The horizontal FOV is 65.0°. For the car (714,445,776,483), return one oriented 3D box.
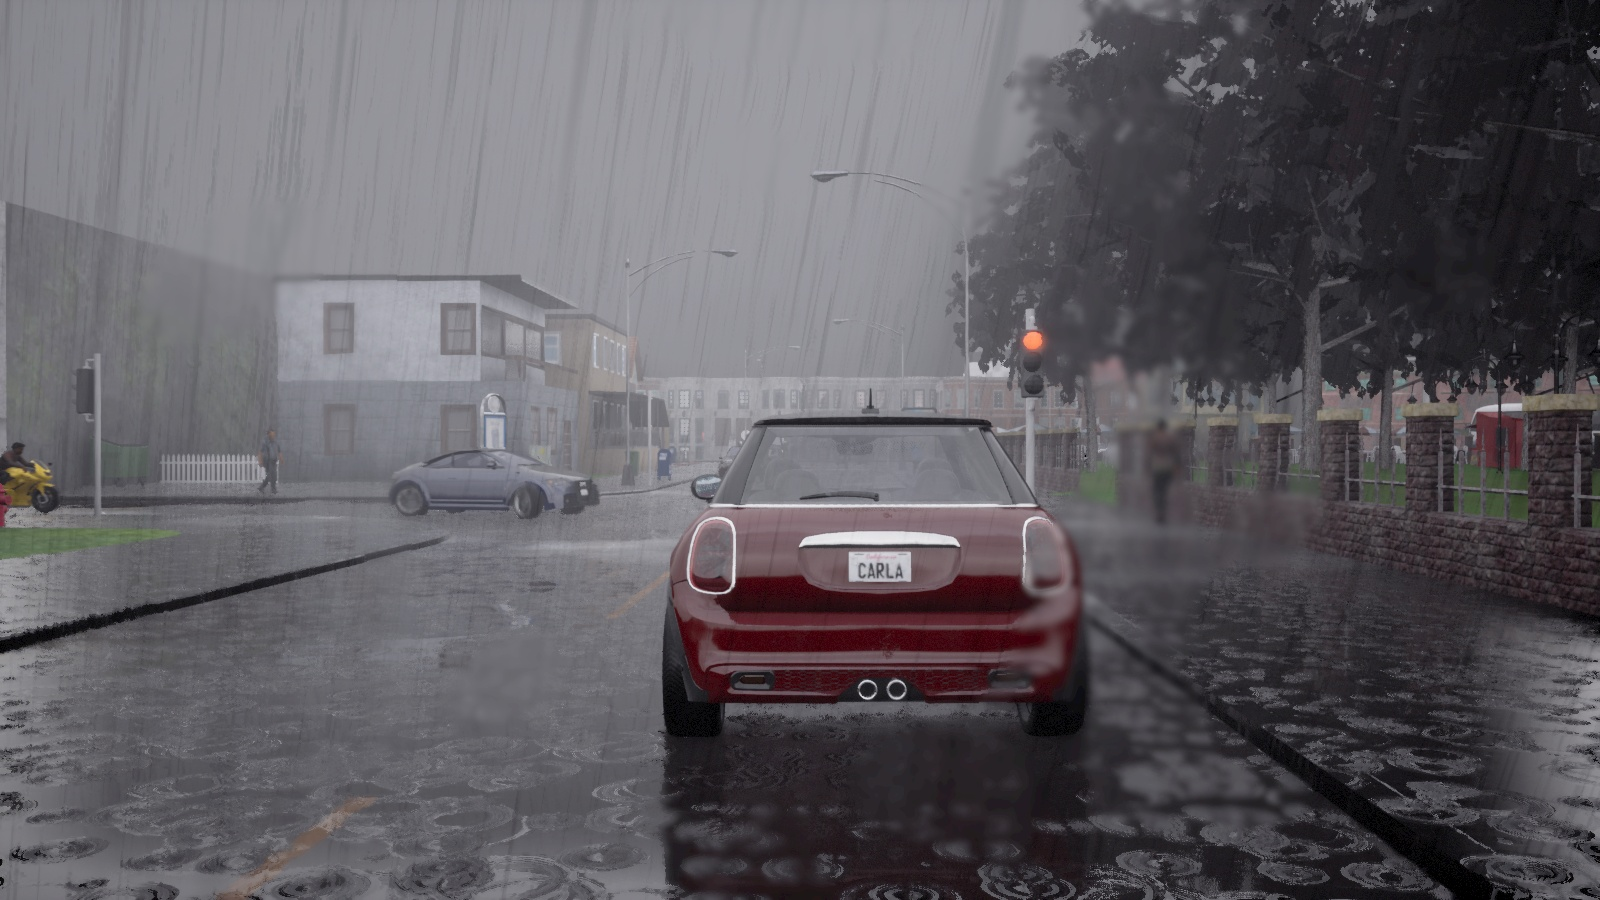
[{"bbox_3d":[-2.120,0.509,50.148,2.033,1.411,5.357,0,0,2],"label":"car"}]

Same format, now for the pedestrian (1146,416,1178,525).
[{"bbox_3d":[6.157,0.340,21.371,0.328,1.805,0.869,0,0,2],"label":"pedestrian"}]

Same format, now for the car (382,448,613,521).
[{"bbox_3d":[-6.183,0.660,25.788,4.181,1.385,1.994,0,0,17],"label":"car"}]

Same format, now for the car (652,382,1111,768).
[{"bbox_3d":[0.361,0.560,8.016,2.097,1.767,4.553,0,0,0],"label":"car"}]

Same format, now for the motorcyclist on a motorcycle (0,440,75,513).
[{"bbox_3d":[-16.709,0.565,26.774,2.044,1.523,0.797,0,0,2],"label":"motorcyclist on a motorcycle"}]

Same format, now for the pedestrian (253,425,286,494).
[{"bbox_3d":[-14.467,0.251,34.251,0.694,1.848,0.540,0,0,31],"label":"pedestrian"}]
